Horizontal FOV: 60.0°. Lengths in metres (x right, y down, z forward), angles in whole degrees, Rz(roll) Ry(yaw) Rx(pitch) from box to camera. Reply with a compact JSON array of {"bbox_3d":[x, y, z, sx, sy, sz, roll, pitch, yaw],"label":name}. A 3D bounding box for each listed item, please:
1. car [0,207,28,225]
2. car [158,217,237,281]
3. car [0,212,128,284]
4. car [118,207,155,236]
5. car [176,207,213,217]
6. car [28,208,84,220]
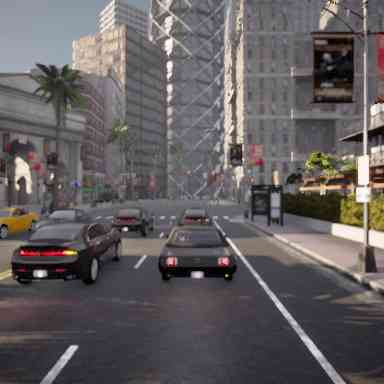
[{"bbox_3d":[-10.436,1.607,18.526,1.882,1.535,5.008,0,0,0],"label":"car"},{"bbox_3d":[0.139,1.669,10.023,1.895,1.301,4.718,0,0,0],"label":"car"},{"bbox_3d":[-3.354,1.571,9.771,1.837,1.490,4.892,0,0,0],"label":"car"},{"bbox_3d":[-3.332,1.635,19.177,1.837,1.490,4.892,0,0,0],"label":"car"},{"bbox_3d":[0.168,1.636,19.286,1.837,1.490,4.892,0,0,0],"label":"car"},{"bbox_3d":[-6.936,1.661,18.474,1.812,1.442,4.674,0,0,0],"label":"car"}]
